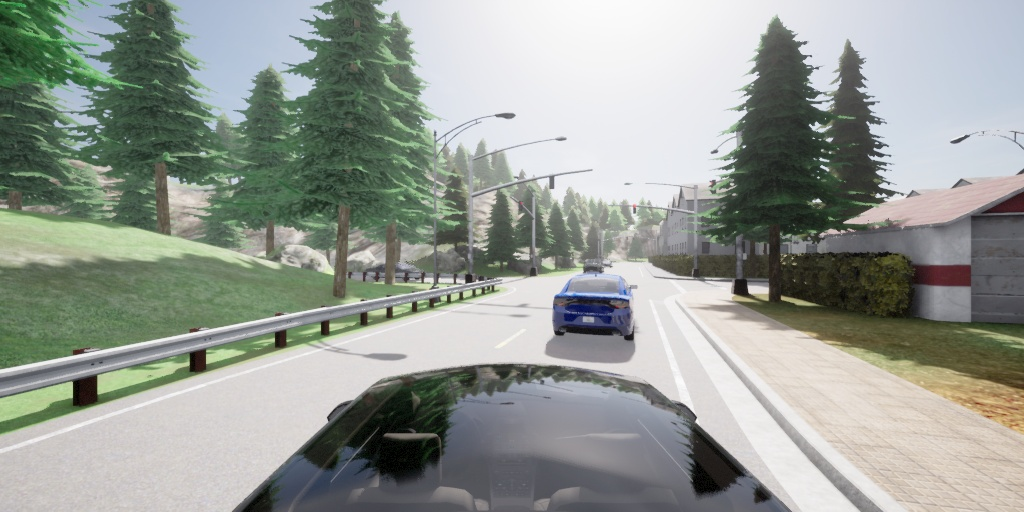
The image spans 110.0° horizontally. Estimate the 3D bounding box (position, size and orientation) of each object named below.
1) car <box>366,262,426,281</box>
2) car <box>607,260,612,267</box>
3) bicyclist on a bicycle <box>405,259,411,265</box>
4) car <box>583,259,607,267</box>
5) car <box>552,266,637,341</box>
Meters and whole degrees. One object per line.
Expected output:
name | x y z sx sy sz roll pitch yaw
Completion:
car | -9.879 1.313 30.363 5.357 1.411 2.033 0 0 20
car | 15.753 1.297 60.076 2.033 1.411 5.357 0 0 19
bicyclist on a bicycle | -11.150 1.167 38.207 0.582 1.620 1.656 -2 5 18
car | 9.772 1.102 42.829 2.097 1.767 4.553 0 0 19
car | 2.449 1.228 10.126 1.882 1.535 5.008 0 0 19
